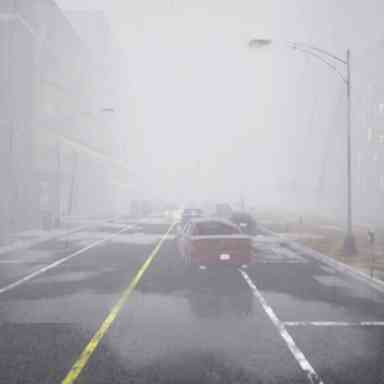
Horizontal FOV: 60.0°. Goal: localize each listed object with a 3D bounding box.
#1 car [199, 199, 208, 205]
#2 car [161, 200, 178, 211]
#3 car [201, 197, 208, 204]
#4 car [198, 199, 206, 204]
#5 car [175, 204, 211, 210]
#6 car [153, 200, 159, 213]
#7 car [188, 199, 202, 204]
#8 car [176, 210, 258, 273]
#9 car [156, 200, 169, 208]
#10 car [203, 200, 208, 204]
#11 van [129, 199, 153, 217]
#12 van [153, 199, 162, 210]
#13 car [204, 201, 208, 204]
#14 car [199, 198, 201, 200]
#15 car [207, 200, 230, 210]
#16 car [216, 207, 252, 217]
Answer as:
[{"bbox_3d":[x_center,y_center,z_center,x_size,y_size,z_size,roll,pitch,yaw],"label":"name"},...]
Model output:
[{"bbox_3d":[2.751,2.489,80.267,2.008,1.369,4.403,0,-1,0],"label":"car"},{"bbox_3d":[-2.996,2.116,48.641,1.994,1.385,4.181,0,-1,1],"label":"car"},{"bbox_3d":[2.732,2.040,52.656,1.967,1.590,4.097,0,-1,0],"label":"car"},{"bbox_3d":[2.759,2.629,91.312,2.008,1.369,4.403,0,-1,0],"label":"car"},{"bbox_3d":[0.099,1.818,24.306,2.033,1.411,5.357,0,-1,0],"label":"car"},{"bbox_3d":[-5.658,2.014,41.618,1.887,1.381,4.507,0,-1,0],"label":"car"},{"bbox_3d":[0.139,2.192,51.983,1.895,1.301,4.718,0,-1,0],"label":"car"},{"bbox_3d":[0.564,1.602,11.282,1.882,1.535,5.008,0,-1,-7],"label":"car"},{"bbox_3d":[-5.642,2.282,63.706,2.008,1.369,4.403,0,-1,0],"label":"car"},{"bbox_3d":[2.723,2.021,41.611,2.008,1.369,4.403,0,-1,0],"label":"car"},{"bbox_3d":[-5.661,1.747,36.098,1.690,1.788,3.998,0,-1,0],"label":"van"},{"bbox_3d":[-5.649,1.940,52.664,1.690,1.788,3.998,0,-1,0],"label":"van"},{"bbox_3d":[2.719,1.957,36.088,2.008,1.369,4.403,0,-1,0],"label":"car"},{"bbox_3d":[2.739,2.299,63.700,1.947,1.339,4.313,0,-1,0],"label":"car"},{"bbox_3d":[2.716,1.783,30.566,1.967,1.590,4.097,0,-1,0],"label":"car"},{"bbox_3d":[2.707,1.782,19.520,1.947,1.339,4.313,0,-1,0],"label":"car"}]
